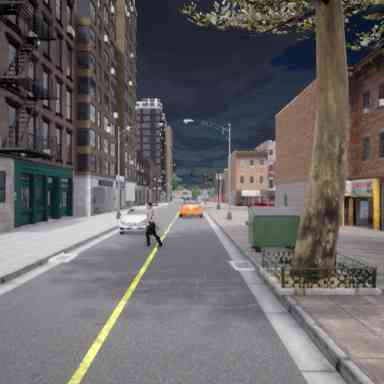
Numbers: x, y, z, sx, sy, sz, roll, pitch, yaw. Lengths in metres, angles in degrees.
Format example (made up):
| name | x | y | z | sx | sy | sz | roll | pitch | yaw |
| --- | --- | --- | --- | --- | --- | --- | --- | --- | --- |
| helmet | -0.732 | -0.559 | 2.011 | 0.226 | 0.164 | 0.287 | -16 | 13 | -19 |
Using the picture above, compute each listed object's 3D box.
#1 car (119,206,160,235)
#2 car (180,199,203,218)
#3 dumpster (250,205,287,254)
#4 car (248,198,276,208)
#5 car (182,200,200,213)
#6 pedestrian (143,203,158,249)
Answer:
| name | x | y | z | sx | sy | sz | roll | pitch | yaw |
| --- | --- | --- | --- | --- | --- | --- | --- | --- | --- |
| car | -2.927 | 1.557 | 19.263 | 1.812 | 1.442 | 4.674 | 0 | 0 | 0 |
| car | -0.061 | 1.461 | 31.770 | 2.097 | 1.767 | 4.553 | 0 | 0 | 0 |
| dumpster | 2.958 | 1.403 | 13.106 | 1.020 | 1.700 | 1.940 | 0 | 0 | 0 |
| car | 10.616 | 1.871 | 48.432 | 5.009 | 1.841 | 2.192 | 1 | -1 | 0 |
| car | -0.027 | 1.709 | 41.503 | 1.837 | 1.490 | 4.892 | 0 | -1 | 4 |
| pedestrian | -1.645 | 1.304 | 13.279 | 0.375 | 1.860 | 0.375 | 0 | 0 | -10 |
